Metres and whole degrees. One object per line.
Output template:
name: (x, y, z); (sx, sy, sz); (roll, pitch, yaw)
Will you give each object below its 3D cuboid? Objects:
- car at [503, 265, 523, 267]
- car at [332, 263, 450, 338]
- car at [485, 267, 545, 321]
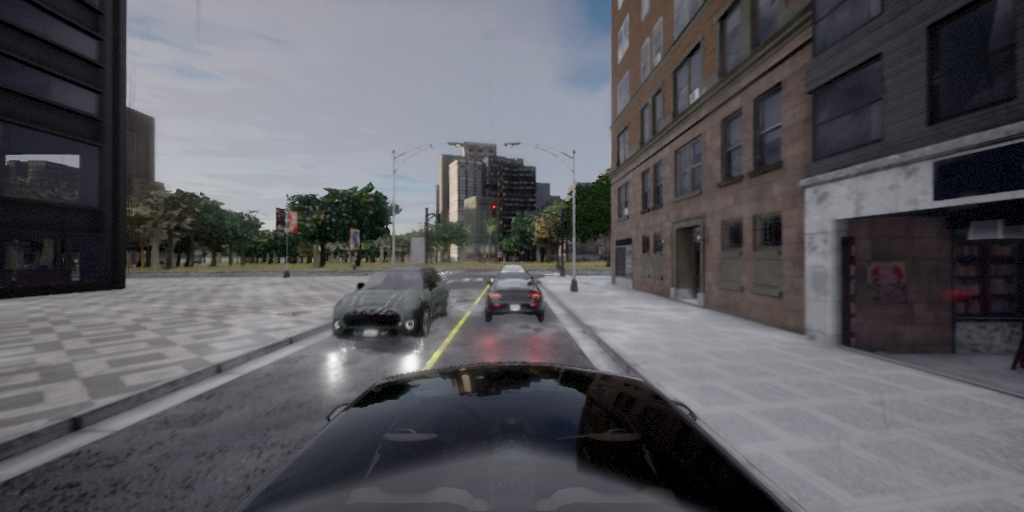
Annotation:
car: (0.051, 1.268, 22.563); (1.812, 1.442, 4.674); (0, 0, 0)
car: (-3.112, 1.098, 10.131); (2.097, 1.767, 4.553); (0, 0, 0)
car: (0.077, 1.272, 12.342); (1.812, 1.442, 4.674); (0, 0, 0)
